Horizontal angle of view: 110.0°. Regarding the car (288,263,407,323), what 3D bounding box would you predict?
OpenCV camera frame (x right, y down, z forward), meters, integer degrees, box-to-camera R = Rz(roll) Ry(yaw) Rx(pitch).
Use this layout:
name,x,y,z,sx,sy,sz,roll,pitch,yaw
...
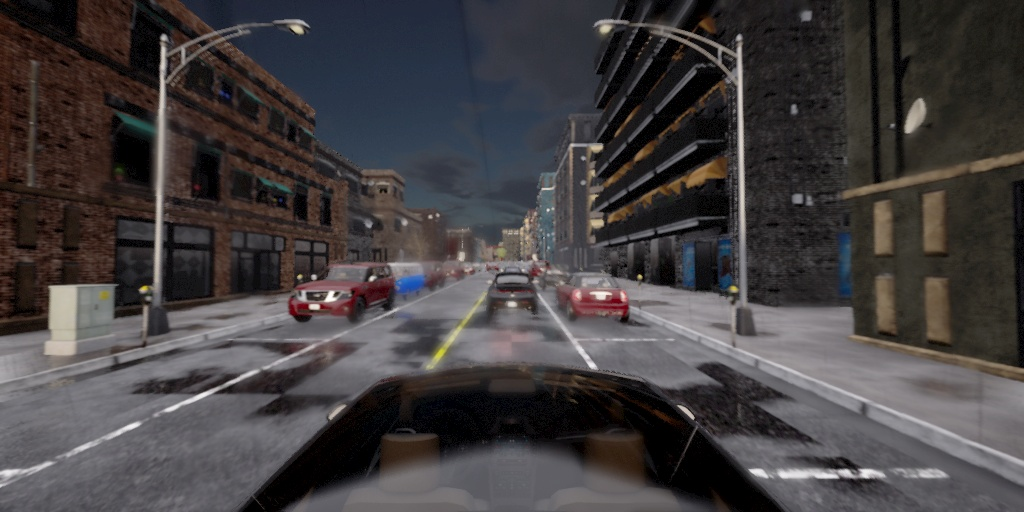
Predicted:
name,x,y,z,sx,sy,sz,roll,pitch,yaw
car,-5.691,1.165,12.820,2.192,1.841,5.009,0,0,0

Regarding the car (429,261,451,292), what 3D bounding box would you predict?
name,x,y,z,sx,sy,sz,roll,pitch,yaw
car,-5.692,1.263,23.634,2.192,1.841,5.009,0,0,0

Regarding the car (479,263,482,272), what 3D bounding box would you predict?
name,x,y,z,sx,sy,sz,roll,pitch,yaw
car,-5.698,1.789,56.076,2.007,1.370,4.403,0,0,0

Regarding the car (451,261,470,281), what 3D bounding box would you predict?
name,x,y,z,sx,sy,sz,roll,pitch,yaw
car,-5.694,1.360,34.448,2.192,1.841,5.009,0,0,0

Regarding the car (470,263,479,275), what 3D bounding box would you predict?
name,x,y,z,sx,sy,sz,roll,pitch,yaw
car,-5.695,1.582,45.263,1.967,1.591,4.097,0,0,0

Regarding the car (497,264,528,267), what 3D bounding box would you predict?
name,x,y,z,sx,sy,sz,roll,pitch,yaw
car,0.040,1.565,29.381,1.994,1.385,4.181,0,0,1

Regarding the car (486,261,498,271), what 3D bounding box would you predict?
name,x,y,z,sx,sy,sz,roll,pitch,yaw
car,-3.062,1.733,57.879,1.882,1.535,5.008,0,-1,0

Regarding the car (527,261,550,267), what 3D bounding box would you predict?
name,x,y,z,sx,sy,sz,roll,pitch,yaw
car,2.687,1.361,34.442,2.192,1.841,5.009,0,0,0

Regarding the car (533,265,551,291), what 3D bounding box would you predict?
name,x,y,z,sx,sy,sz,roll,pitch,yaw
car,2.689,1.500,23.628,2.007,1.370,4.403,0,0,0

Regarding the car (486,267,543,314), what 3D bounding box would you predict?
name,x,y,z,sx,sy,sz,roll,pitch,yaw
car,0.040,1.370,14.290,1.837,1.490,4.892,0,0,1

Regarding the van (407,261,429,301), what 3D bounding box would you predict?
name,x,y,z,sx,sy,sz,roll,pitch,yaw
van,-5.692,1.241,18.227,1.690,1.789,3.998,0,0,0

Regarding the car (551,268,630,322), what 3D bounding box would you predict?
name,x,y,z,sx,sy,sz,roll,pitch,yaw
car,2.690,1.291,12.815,1.967,1.591,4.097,0,0,0
